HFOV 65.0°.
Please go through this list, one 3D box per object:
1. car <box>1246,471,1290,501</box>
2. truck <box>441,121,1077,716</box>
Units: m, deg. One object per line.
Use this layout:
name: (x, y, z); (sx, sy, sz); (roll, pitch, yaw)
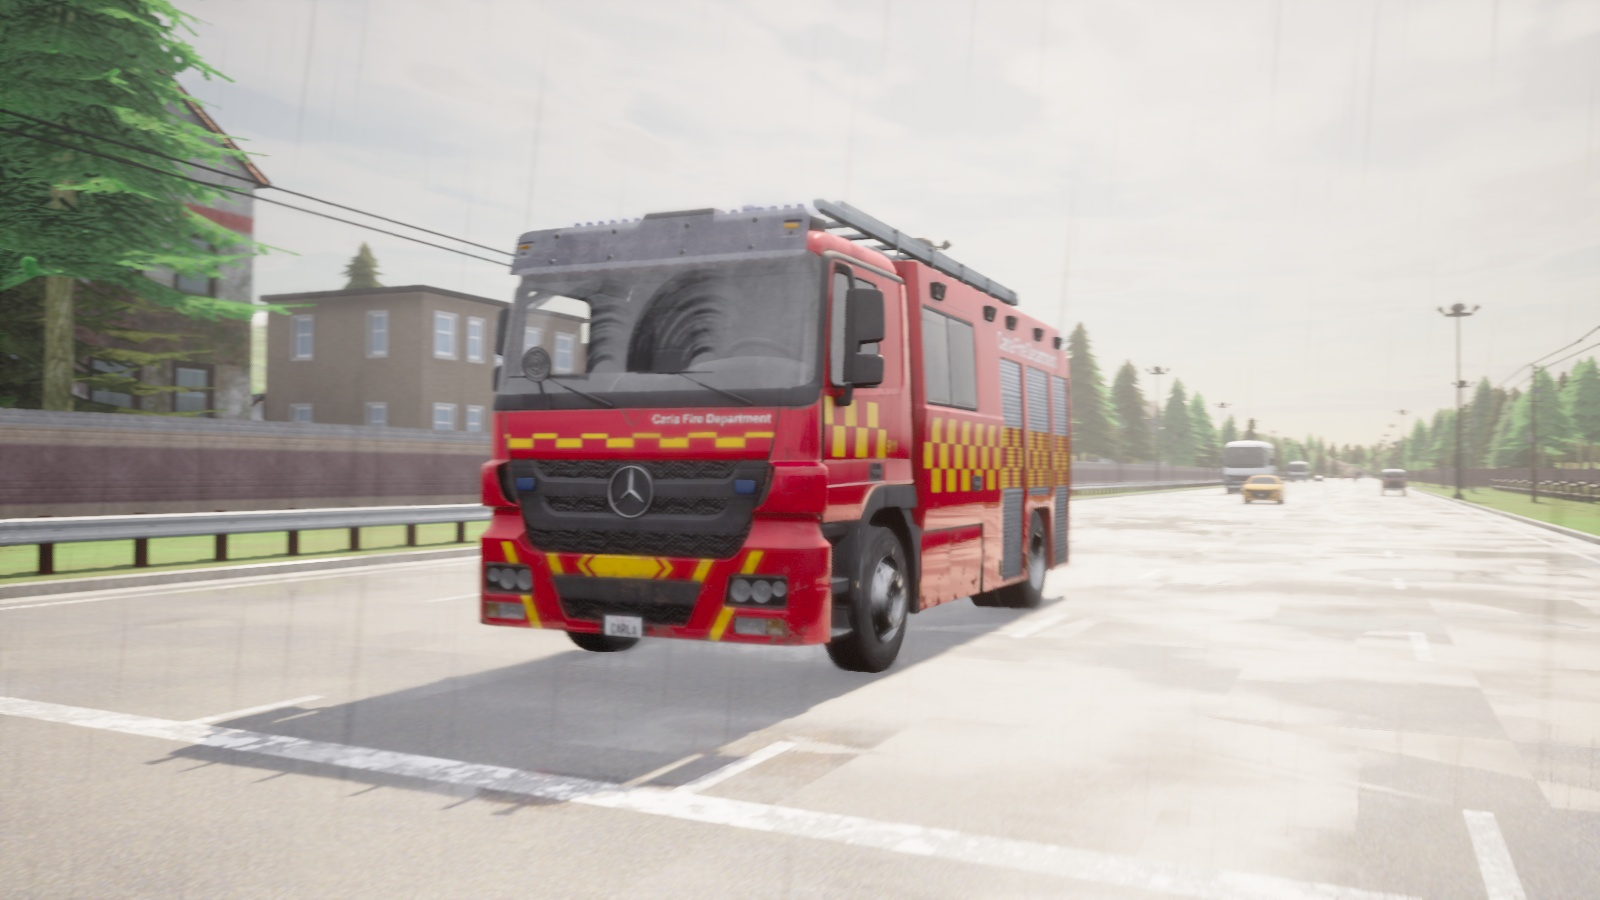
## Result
car: (25.066, 1.909, 67.153); (1.882, 1.535, 5.008); (0, -1, 24)
truck: (0.416, -0.139, 12.532); (2.891, 3.827, 8.468); (0, -1, 24)
